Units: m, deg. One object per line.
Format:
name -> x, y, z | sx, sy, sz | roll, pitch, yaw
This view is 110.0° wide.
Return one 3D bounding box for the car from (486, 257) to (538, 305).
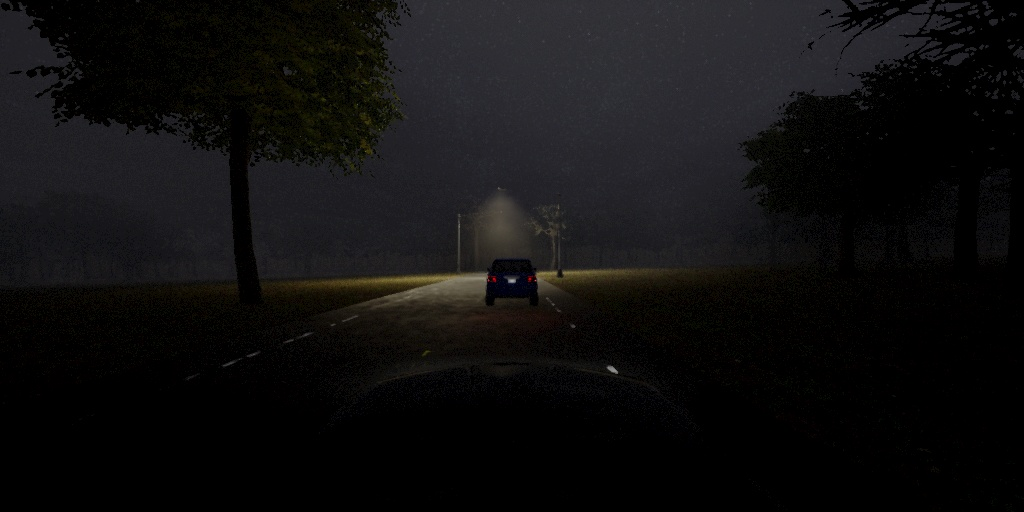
car -> 0.001, 1.099, 16.553 | 2.150, 2.045, 5.566 | 0, -1, 0
